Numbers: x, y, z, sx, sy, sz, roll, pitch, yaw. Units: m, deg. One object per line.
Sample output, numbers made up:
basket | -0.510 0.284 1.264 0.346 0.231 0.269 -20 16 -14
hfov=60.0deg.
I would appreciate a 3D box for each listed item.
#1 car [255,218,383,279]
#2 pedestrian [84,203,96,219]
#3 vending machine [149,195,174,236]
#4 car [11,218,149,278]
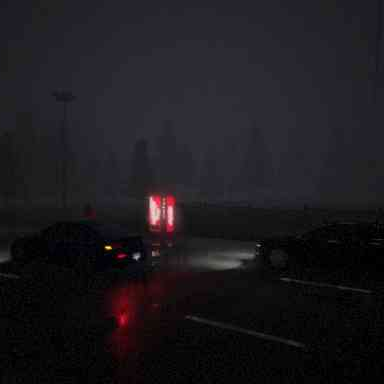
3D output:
car | 4.190 1.502 9.336 4.892 1.490 1.837 -1 -1 34
pedestrian | -4.553 1.293 14.626 0.375 1.860 0.375 0 0 28
vending machine | -1.610 1.194 17.772 0.880 2.100 1.100 0 0 29
car | -3.444 1.525 10.033 4.674 1.442 1.812 0 0 31
